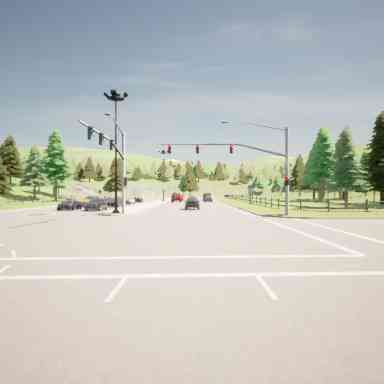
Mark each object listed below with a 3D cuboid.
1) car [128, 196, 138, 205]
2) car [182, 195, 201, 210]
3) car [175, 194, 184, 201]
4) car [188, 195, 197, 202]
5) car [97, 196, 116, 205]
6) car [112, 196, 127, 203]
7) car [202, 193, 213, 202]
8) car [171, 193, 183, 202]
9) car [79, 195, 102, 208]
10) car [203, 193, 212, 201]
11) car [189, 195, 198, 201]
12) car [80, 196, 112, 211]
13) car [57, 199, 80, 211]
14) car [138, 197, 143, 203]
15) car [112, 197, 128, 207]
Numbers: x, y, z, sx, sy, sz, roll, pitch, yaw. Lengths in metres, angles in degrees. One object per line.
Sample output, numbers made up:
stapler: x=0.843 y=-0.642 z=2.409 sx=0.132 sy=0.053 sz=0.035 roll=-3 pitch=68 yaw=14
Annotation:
car: x=-11.537 y=1.601 z=59.696 sx=1.895 sy=1.301 sz=4.718 roll=0 pitch=0 yaw=1
car: x=0.029 y=1.504 z=43.173 sx=1.837 sy=1.490 sz=4.892 roll=0 pitch=0 yaw=0
car: x=-3.183 y=1.419 z=84.557 sx=1.882 sy=1.535 sz=5.008 roll=0 pitch=0 yaw=2
car: x=0.091 y=1.475 z=74.192 sx=1.882 sy=1.535 sz=5.008 roll=0 pitch=0 yaw=1
car: x=-15.032 y=1.491 z=58.593 sx=2.128 sy=1.511 sz=4.902 roll=0 pitch=0 yaw=0
car: x=-14.950 y=1.595 z=68.736 sx=1.895 sy=1.301 sz=4.718 roll=0 pitch=0 yaw=0
car: x=3.587 y=1.536 z=73.774 sx=2.033 sy=1.411 sz=5.357 roll=0 pitch=0 yaw=1
car: x=-3.413 y=1.220 z=73.812 sx=2.150 sy=2.045 sz=5.566 roll=0 pitch=0 yaw=1
car: x=-15.060 y=1.352 z=49.714 sx=2.097 sy=1.767 sz=4.553 roll=0 pitch=0 yaw=0
car: x=3.815 y=1.166 z=84.398 sx=2.150 sy=2.045 sz=5.566 roll=0 pitch=0 yaw=2
car: x=0.316 y=1.466 z=84.463 sx=2.128 sy=1.511 sz=4.902 roll=0 pitch=0 yaw=2
car: x=-11.572 y=1.505 z=40.374 sx=1.837 sy=1.490 sz=4.892 roll=0 pitch=0 yaw=0
car: x=-15.060 y=1.564 z=41.207 sx=1.994 sy=1.385 sz=4.181 roll=0 pitch=0 yaw=1
car: x=-11.449 y=1.595 z=69.889 sx=1.895 sy=1.301 sz=4.718 roll=0 pitch=0 yaw=0
car: x=-11.564 y=1.547 z=50.112 sx=2.033 sy=1.411 sz=5.357 roll=0 pitch=0 yaw=0
